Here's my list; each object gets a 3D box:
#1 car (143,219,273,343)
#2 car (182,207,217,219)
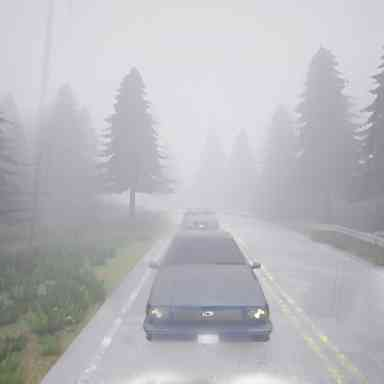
[{"bbox_3d":[0.254,1.557,7.059,2.033,1.411,5.357,0,0,1],"label":"car"},{"bbox_3d":[0.409,1.584,19.144,1.994,1.385,4.181,0,0,-2],"label":"car"}]
